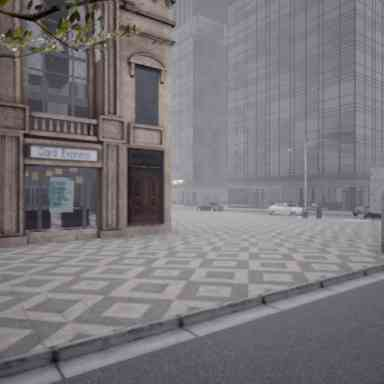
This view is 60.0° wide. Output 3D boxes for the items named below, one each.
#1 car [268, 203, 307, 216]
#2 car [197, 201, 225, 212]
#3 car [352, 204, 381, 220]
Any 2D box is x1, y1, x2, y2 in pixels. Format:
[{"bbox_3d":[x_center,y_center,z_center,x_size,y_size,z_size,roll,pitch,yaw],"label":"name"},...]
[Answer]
[{"bbox_3d":[10.544,1.957,37.028,1.812,1.442,4.674,0,-1,-36],"label":"car"},{"bbox_3d":[2.646,2.139,47.924,1.837,1.490,4.892,0,0,-36],"label":"car"},{"bbox_3d":[16.484,1.769,28.836,2.128,1.511,4.902,0,-1,-36],"label":"car"}]
